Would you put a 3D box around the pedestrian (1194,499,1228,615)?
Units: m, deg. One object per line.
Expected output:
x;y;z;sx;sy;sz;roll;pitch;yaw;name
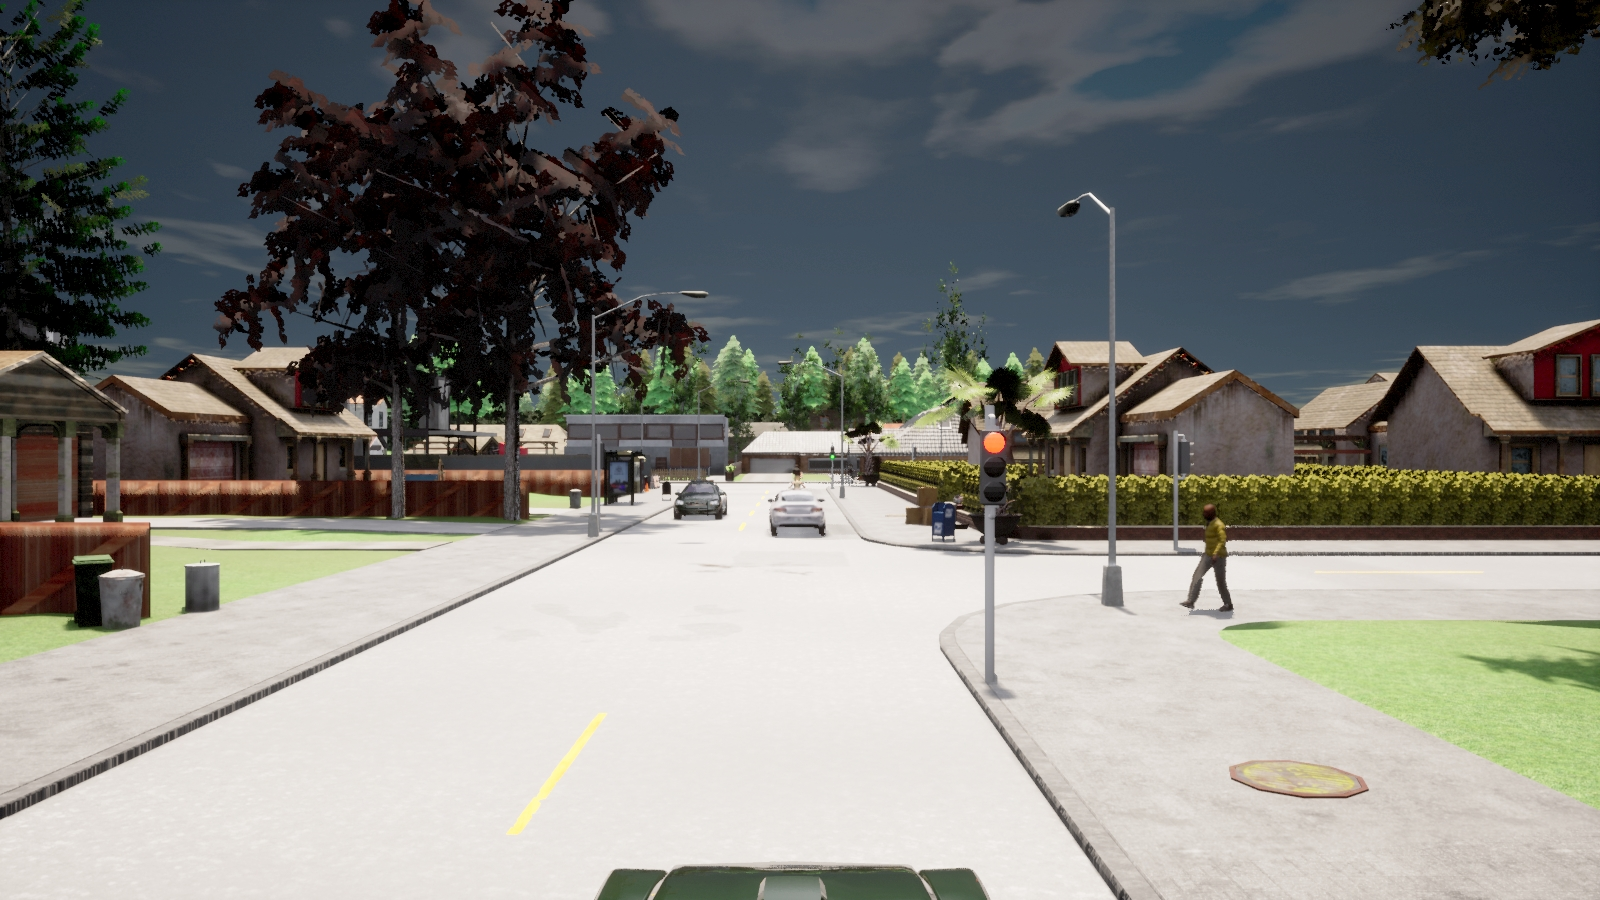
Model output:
6.739;1.743;18.727;0.375;1.860;0.375;0;0;-14;pedestrian

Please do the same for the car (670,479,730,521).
-4.107;2.038;47.608;2.038;1.542;4.974;0;0;0;car

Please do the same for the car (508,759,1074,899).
-0.028;2.155;3.193;1.895;1.301;4.718;0;0;0;car

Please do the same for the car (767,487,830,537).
-0.114;2.081;39.185;2.002;1.442;4.674;0;0;-2;car
